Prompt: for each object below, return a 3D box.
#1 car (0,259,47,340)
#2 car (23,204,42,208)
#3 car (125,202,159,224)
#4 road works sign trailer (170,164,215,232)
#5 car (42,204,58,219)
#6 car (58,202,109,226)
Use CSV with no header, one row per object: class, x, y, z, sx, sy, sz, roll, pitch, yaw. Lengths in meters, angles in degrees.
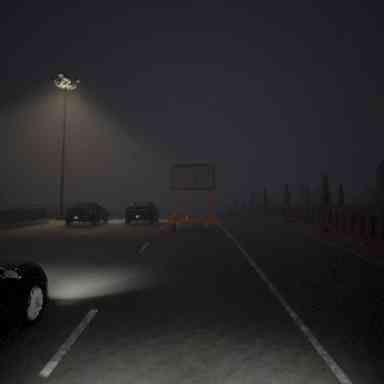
car,-3.400,1.421,3.803,1.837,1.490,4.892,0,1,0
car,-21.104,2.610,44.547,2.150,2.045,5.566,0,-4,-1
car,-3.397,1.416,23.228,2.128,1.511,4.902,0,-2,0
road works sign trailer,0.063,0.262,18.276,2.380,3.560,2.880,0,-1,3
car,-17.600,2.632,44.782,2.150,2.045,5.566,0,-4,0
car,-6.897,1.413,22.097,1.812,1.442,4.674,0,-2,0
